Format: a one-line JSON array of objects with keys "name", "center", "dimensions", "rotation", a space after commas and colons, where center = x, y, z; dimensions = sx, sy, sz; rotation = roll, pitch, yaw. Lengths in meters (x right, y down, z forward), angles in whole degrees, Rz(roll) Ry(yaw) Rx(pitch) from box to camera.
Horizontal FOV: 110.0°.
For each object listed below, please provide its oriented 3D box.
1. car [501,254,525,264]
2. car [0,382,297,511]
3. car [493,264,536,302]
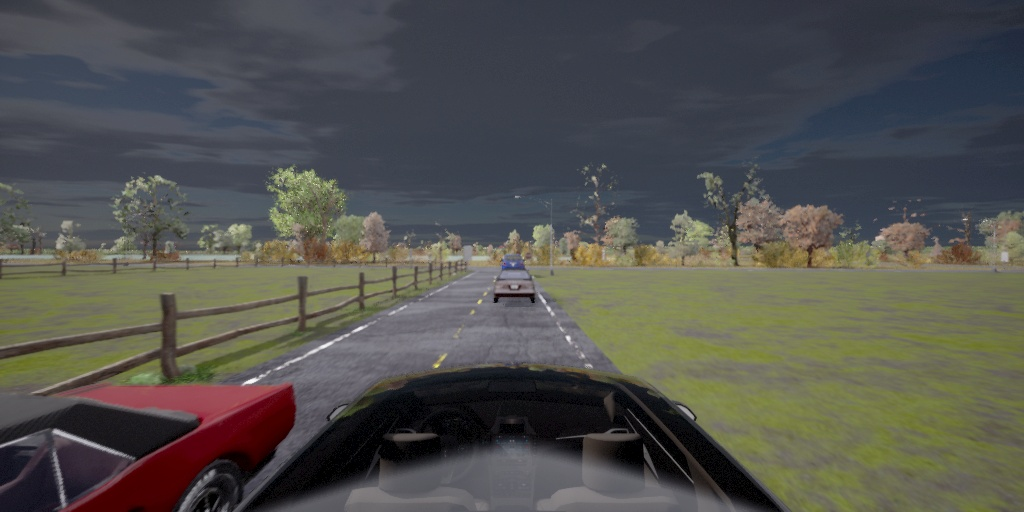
[{"name": "car", "center": [0.100, 0.867, 34.529], "dimensions": [2.150, 2.045, 5.566], "rotation": [0, 0, 0]}, {"name": "car", "center": [-2.850, 1.352, 0.953], "dimensions": [1.895, 1.301, 4.718], "rotation": [0, 0, 0]}, {"name": "car", "center": [0.101, 1.254, 16.642], "dimensions": [2.033, 1.411, 5.357], "rotation": [0, 0, 0]}]
